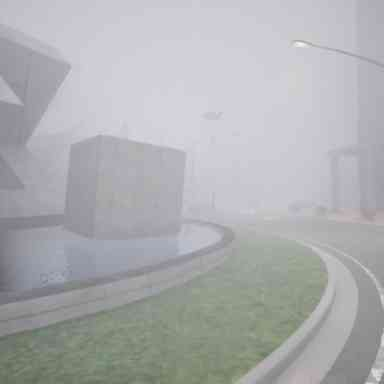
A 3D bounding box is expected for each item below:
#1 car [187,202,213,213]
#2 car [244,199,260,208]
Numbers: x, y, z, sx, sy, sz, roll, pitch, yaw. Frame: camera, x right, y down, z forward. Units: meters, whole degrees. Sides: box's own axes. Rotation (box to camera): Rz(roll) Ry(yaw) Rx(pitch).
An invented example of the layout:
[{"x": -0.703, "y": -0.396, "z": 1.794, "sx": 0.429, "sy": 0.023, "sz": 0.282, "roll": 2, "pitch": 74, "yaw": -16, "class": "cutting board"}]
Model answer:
[{"x": 1.245, "y": 2.050, "z": 44.285, "sx": 1.994, "sy": 1.385, "sz": 4.181, "roll": -1, "pitch": -1, "yaw": 41, "class": "car"}, {"x": 10.727, "y": 2.055, "z": 59.126, "sx": 1.837, "sy": 1.490, "sz": 4.892, "roll": -1, "pitch": 0, "yaw": 29, "class": "car"}]
